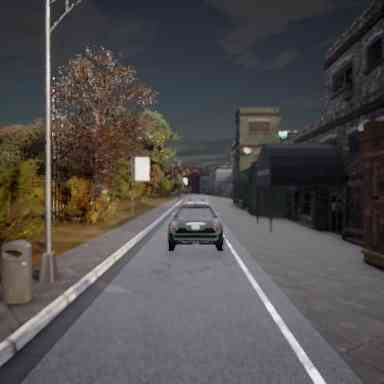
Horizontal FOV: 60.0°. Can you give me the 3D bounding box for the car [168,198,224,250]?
[{"bbox_3d":[0.154,1.296,14.227,2.097,1.767,4.553,0,0,0],"label":"car"}]
